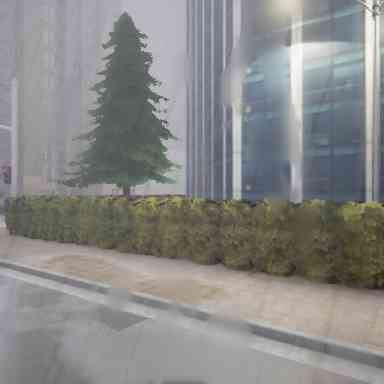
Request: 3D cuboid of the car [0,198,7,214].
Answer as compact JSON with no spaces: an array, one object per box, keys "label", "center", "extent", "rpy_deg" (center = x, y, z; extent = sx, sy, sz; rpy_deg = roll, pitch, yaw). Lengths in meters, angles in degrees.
[{"label":"car","center":[-18.870,1.352,32.071],"extent":[2.097,1.767,4.553],"rpy_deg":[0,0,36]}]
